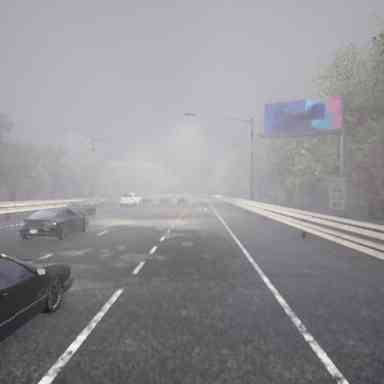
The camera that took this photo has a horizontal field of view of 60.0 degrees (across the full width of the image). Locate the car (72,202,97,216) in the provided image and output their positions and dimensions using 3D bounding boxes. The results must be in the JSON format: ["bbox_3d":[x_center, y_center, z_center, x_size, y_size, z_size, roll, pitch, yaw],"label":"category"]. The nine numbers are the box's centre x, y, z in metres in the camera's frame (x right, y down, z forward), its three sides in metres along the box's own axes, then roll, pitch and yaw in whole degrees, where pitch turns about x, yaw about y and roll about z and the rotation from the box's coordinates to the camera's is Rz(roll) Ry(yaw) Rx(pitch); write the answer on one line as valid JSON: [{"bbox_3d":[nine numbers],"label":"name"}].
[{"bbox_3d":[-9.802,1.524,29.146,1.994,1.385,4.181,0,0,2],"label":"car"}]

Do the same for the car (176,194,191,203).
[{"bbox_3d":[-1.791,1.604,66.645,1.895,1.301,4.718,0,0,2],"label":"car"}]

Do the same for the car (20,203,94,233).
[{"bbox_3d":[-6.646,1.500,16.409,1.812,1.442,4.674,0,0,2],"label":"car"}]

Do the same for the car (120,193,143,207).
[{"bbox_3d":[-9.244,1.182,49.894,2.150,2.045,5.566,0,0,2],"label":"car"}]

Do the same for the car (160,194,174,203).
[{"bbox_3d":[-5.292,1.539,66.759,2.033,1.411,5.357,0,0,2],"label":"car"}]

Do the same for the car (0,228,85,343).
[{"bbox_3d":[-3.461,1.536,4.531,2.033,1.411,5.357,0,0,2],"label":"car"}]

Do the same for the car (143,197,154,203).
[{"bbox_3d":[-8.787,1.582,66.955,1.895,1.301,4.718,0,0,2],"label":"car"}]
